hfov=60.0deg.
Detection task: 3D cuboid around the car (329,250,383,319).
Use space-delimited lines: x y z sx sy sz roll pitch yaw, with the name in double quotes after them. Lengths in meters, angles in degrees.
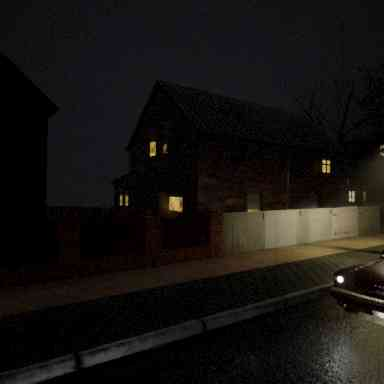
4.742 1.602 6.434 4.718 1.301 1.895 0 0 -35 "car"
